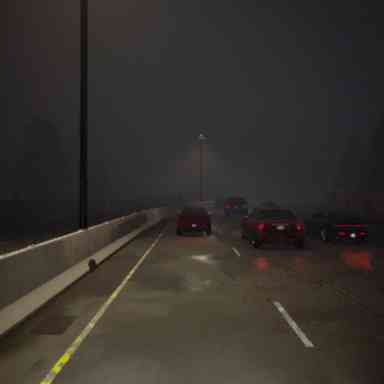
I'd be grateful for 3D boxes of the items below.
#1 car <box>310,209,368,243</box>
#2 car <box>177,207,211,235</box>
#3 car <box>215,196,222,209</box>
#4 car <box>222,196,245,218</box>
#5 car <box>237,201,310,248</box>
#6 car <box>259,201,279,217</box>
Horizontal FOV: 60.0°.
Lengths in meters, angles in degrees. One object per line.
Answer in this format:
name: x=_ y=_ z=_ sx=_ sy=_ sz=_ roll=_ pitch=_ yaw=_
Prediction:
car: x=7.111 y=1.660 z=17.090 sx=1.837 sy=1.490 sz=4.892 roll=0 pitch=0 yaw=0
car: x=0.145 y=1.658 z=20.273 sx=1.882 sy=1.535 sz=5.008 roll=0 pitch=0 yaw=1
car: x=5.284 y=1.698 z=53.604 sx=2.150 sy=2.045 sz=5.566 roll=-1 pitch=-1 yaw=19
car: x=4.377 y=1.520 z=33.274 sx=2.150 sy=2.045 sz=5.566 roll=0 pitch=0 yaw=7
car: x=3.608 y=1.491 z=15.660 sx=2.097 sy=1.767 sz=4.553 roll=0 pitch=-1 yaw=0
car: x=8.465 y=1.806 z=36.931 sx=1.882 sy=1.535 sz=5.008 roll=0 pitch=0 yaw=9
